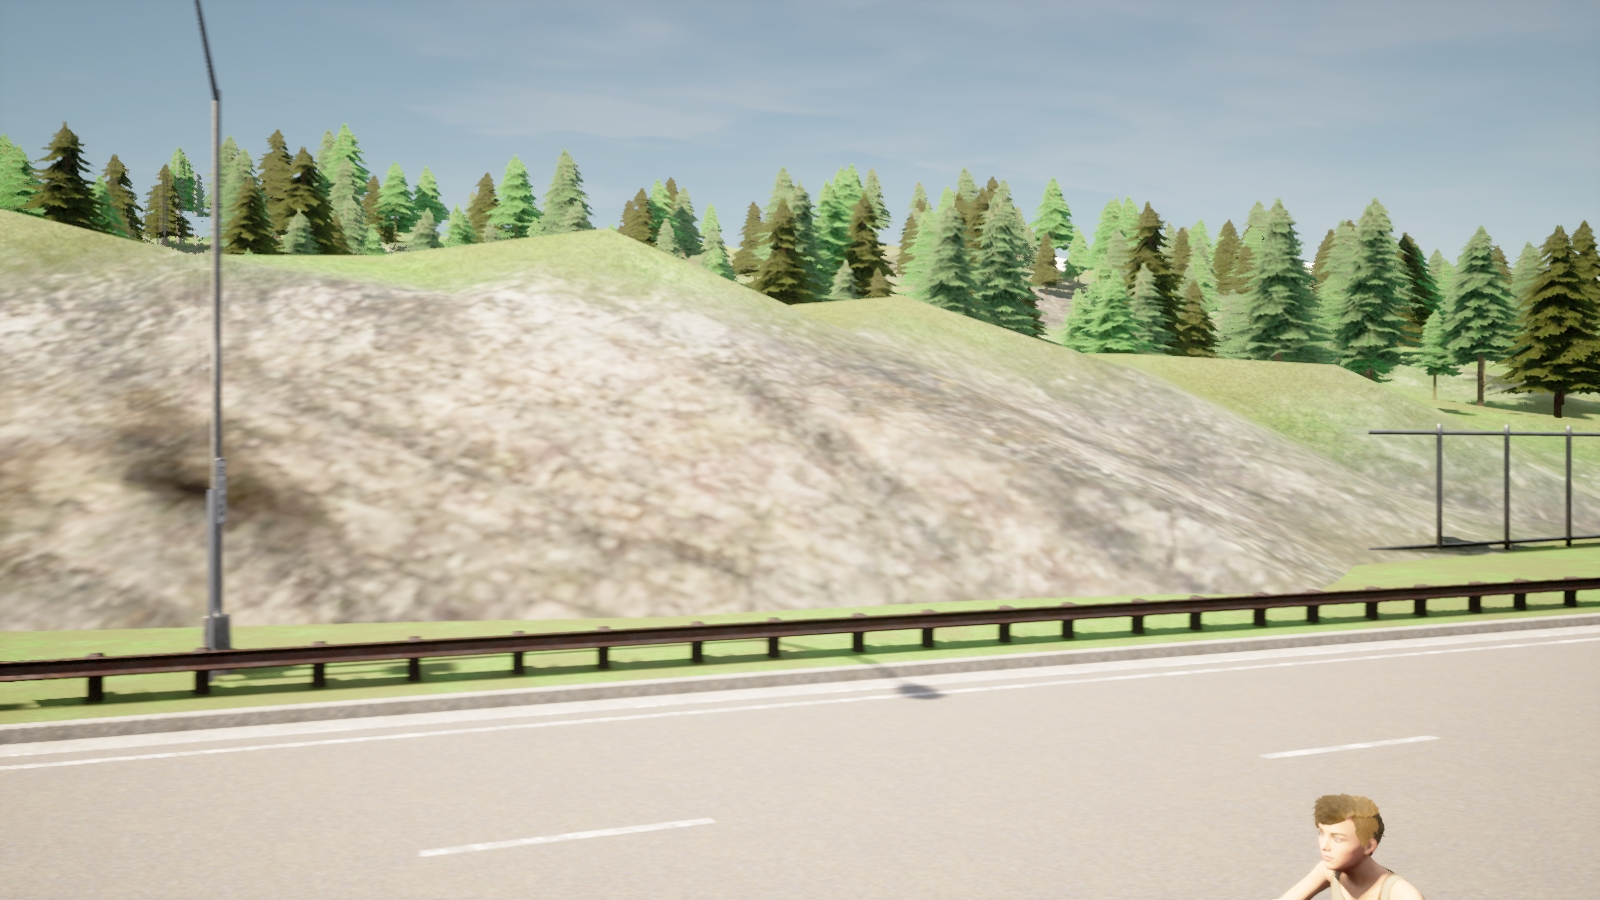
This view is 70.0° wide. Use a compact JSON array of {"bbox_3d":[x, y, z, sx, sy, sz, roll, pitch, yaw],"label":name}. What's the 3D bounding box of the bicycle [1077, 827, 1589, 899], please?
[{"bbox_3d":[1.839,2.157,3.953,1.487,1.277,0.859,0,0,-20],"label":"bicycle"}]
